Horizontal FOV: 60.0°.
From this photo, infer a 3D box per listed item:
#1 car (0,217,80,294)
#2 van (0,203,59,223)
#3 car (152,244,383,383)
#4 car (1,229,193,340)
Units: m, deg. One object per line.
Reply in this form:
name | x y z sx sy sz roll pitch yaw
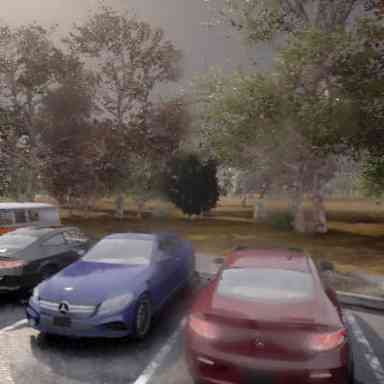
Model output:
car | -3.611 1.579 8.616 2.002 1.452 4.674 0 -1 15
van | -6.075 1.331 10.201 1.878 1.987 4.442 0 -1 14
car | 1.213 1.540 5.216 2.002 1.452 4.674 0 -1 15
car | -1.203 1.560 6.904 2.002 1.452 4.674 0 0 15
